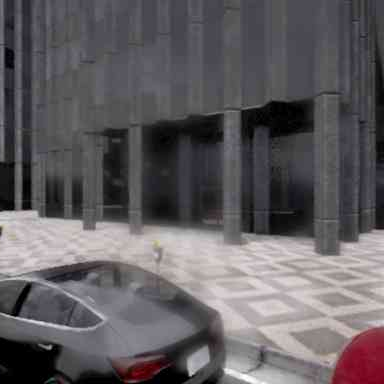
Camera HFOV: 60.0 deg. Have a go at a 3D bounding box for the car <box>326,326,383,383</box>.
[{"bbox_3d":[2.961,1.314,0.968,5.009,1.841,2.192,0,0,35],"label":"car"}]

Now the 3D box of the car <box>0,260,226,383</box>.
[{"bbox_3d":[-1.631,1.569,4.244,4.313,1.339,1.947,0,0,35],"label":"car"}]
